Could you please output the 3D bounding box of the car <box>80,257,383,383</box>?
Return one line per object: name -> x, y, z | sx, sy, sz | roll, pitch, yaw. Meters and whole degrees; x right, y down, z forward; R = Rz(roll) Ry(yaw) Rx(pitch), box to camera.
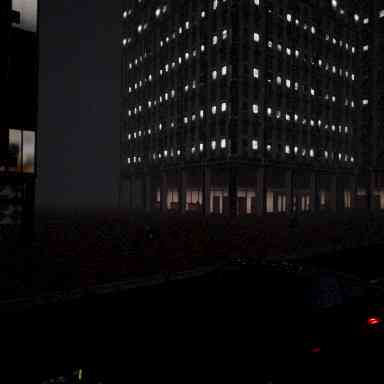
car -> 0.868, 1.565, 3.999 | 4.181, 1.385, 1.994 | 0, 0, -36
